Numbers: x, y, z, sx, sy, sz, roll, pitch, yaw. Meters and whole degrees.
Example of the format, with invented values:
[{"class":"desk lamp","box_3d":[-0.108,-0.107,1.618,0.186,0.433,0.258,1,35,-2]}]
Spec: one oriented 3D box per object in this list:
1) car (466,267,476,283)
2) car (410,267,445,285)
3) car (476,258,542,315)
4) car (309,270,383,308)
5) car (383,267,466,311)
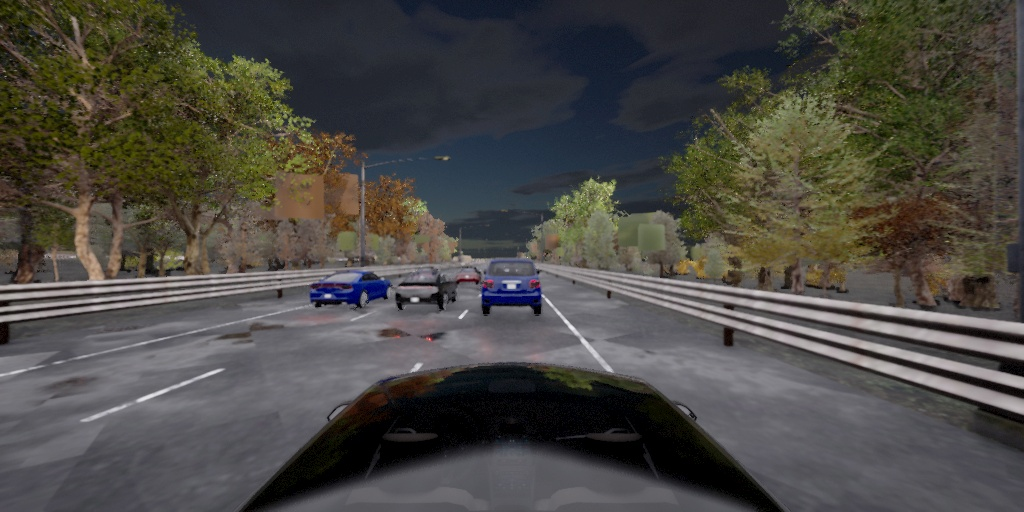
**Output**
[{"class":"car","box_3d":[-3.562,1.630,30.495,1.994,1.385,4.181,0,-1,0]},{"class":"car","box_3d":[-7.064,1.629,30.371,1.994,1.385,4.181,0,-1,0]},{"class":"car","box_3d":[-0.008,1.116,14.500,2.150,2.045,5.566,0,0,0]},{"class":"car","box_3d":[-6.992,1.387,16.120,1.882,1.535,5.008,0,0,0]},{"class":"car","box_3d":[-3.499,1.394,15.392,2.128,1.511,4.902,0,0,0]}]
